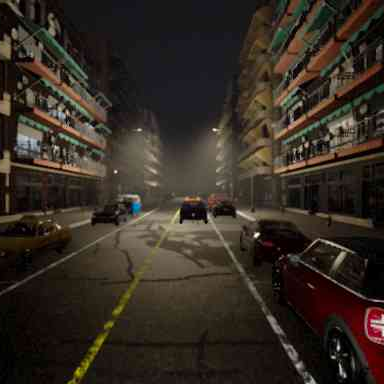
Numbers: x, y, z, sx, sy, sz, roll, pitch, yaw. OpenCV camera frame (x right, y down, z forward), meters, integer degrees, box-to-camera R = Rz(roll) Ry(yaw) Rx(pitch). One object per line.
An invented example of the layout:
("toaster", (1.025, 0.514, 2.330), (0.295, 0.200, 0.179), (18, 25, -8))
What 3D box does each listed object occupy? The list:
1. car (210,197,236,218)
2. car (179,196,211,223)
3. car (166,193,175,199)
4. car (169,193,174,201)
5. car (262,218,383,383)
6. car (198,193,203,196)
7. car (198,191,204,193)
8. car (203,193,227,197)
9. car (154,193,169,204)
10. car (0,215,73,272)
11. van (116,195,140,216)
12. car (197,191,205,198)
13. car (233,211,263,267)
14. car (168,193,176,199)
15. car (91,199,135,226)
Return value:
("car", (2.577, 1.380, 27.464), (1.947, 1.339, 4.313), (1, 0, 0))
("car", (0.101, 1.314, 24.003), (1.882, 1.535, 5.008), (0, 1, 0))
("car", (-5.302, 1.015, 82.902), (1.752, 1.417, 4.829), (1, 0, 0))
("car", (-5.302, 1.143, 66.380), (1.947, 1.339, 4.313), (1, 0, 0))
("car", (2.578, 1.401, 5.212), (1.967, 1.590, 4.097), (1, 0, 0))
("car", (0.102, 1.201, 41.853), (1.882, 1.535, 5.008), (0, 1, 0))
("car", (2.578, 1.070, 72.145), (1.752, 1.417, 4.829), (1, 0, 0))
("car", (2.581, 1.094, 33.027), (2.192, 1.841, 5.009), (1, 0, 0))
("car", (-5.302, 1.168, 55.083), (1.752, 1.417, 4.829), (1, 0, 0))
("car", (-5.302, 1.449, 10.570), (1.752, 1.417, 4.829), (1, 0, 0))
("van", (-5.299, 1.156, 27.431), (1.690, 1.788, 3.998), (1, 0, 0))
("car", (2.581, 0.752, 94.229), (2.192, 1.841, 5.009), (1, 0, 0))
("car", (2.577, 1.504, 10.773), (1.802, 1.307, 4.206), (1, 0, 0))
("car", (-5.302, 0.989, 88.466), (1.752, 1.417, 4.829), (1, 0, 0))
("car", (-5.303, 1.401, 21.868), (2.008, 1.369, 4.403), (1, 0, 0))
